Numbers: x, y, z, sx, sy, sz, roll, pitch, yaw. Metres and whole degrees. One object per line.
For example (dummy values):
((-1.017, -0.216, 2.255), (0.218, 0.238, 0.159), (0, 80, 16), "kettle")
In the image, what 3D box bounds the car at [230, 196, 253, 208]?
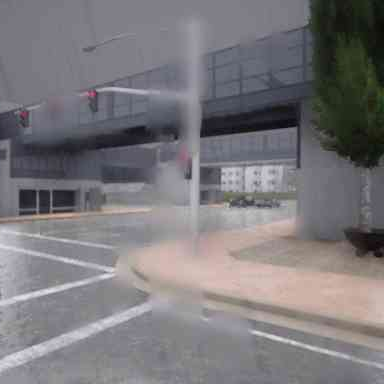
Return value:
((7.239, 1.311, 47.820), (2.097, 1.767, 4.553), (0, 0, 36), "car")

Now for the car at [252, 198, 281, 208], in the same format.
((10.693, 1.568, 46.613), (1.895, 1.301, 4.718), (0, 0, 36), "car")
